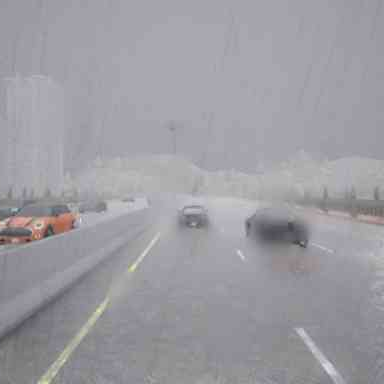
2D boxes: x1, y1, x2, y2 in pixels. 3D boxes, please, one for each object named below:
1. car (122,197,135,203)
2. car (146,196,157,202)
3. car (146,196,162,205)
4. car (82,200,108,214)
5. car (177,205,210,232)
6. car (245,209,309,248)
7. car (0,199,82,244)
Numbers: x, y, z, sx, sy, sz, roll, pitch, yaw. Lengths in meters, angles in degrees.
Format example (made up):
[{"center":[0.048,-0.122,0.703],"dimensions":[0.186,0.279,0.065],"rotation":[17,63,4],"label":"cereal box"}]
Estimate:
[{"center":[-12.998,1.592,67.905],"dimensions":[1.895,1.301,4.718],"rotation":[0,0,2],"label":"car"},{"center":[-9.248,1.569,76.420],"dimensions":[1.895,1.301,4.718],"rotation":[0,0,2],"label":"car"},{"center":[-6.349,1.477,57.309],"dimensions":[1.882,1.535,5.008],"rotation":[0,0,2],"label":"car"},{"center":[-10.476,1.546,35.809],"dimensions":[2.033,1.411,5.357],"rotation":[0,0,1],"label":"car"},{"center":[0.107,1.525,19.883],"dimensions":[1.812,1.442,4.674],"rotation":[0,0,0],"label":"car"},{"center":[3.605,1.478,14.875],"dimensions":[1.882,1.535,5.008],"rotation":[0,0,0],"label":"car"},{"center":[-7.090,1.351,15.578],"dimensions":[2.097,1.767,4.553],"rotation":[0,0,0],"label":"car"}]
